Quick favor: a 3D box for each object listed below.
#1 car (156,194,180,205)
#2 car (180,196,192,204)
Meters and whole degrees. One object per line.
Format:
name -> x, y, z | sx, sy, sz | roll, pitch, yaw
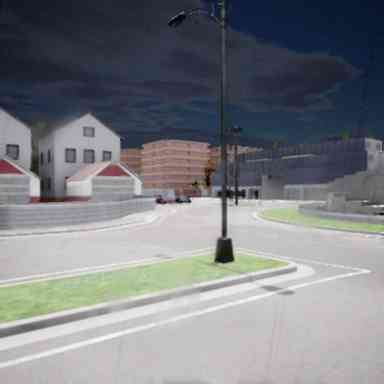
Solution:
car -> -4.398, 1.144, 53.266 | 2.097, 1.767, 4.553 | -1, 0, -31
car -> -1.700, 1.332, 55.562 | 1.994, 1.385, 4.181 | 0, 0, -31
